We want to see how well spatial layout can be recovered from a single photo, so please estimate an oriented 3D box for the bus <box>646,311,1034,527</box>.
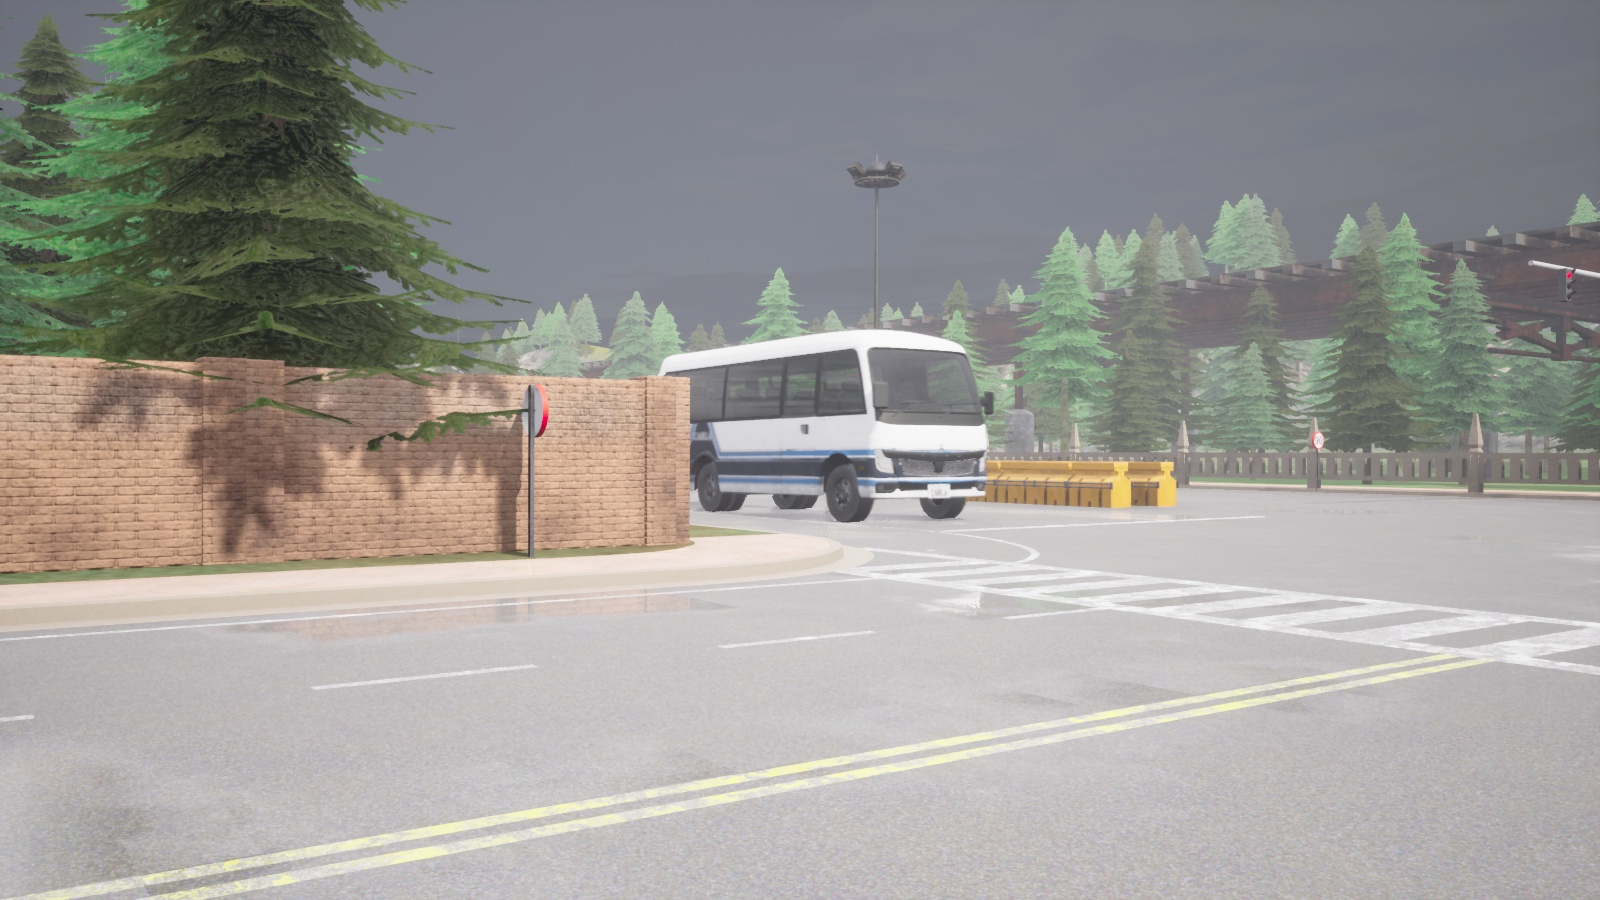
[{"bbox_3d":[0.476,-0.559,30.096,3.944,4.253,10.273,0,-1,-35],"label":"bus"}]
